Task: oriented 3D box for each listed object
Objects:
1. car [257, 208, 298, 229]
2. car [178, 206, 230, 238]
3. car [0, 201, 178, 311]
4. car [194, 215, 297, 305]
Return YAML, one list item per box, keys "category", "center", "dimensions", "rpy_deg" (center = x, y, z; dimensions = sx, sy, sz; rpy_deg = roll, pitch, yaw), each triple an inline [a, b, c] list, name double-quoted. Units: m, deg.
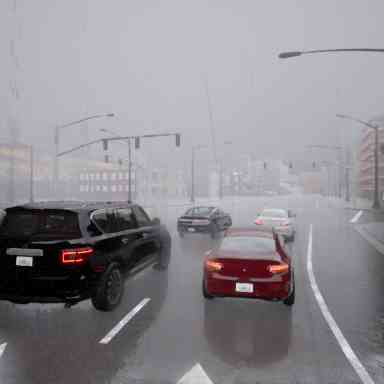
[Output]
- category: "car"
  center: [4.191, 1.526, 16.557]
  dimensions: [1.812, 1.442, 4.674]
  rpy_deg: [0, 0, 20]
- category: "car"
  center: [0.784, 1.491, 17.289]
  dimensions: [2.128, 1.511, 4.902]
  rpy_deg: [0, 0, 19]
- category: "car"
  center: [-2.161, 1.221, 8.039]
  dimensions: [2.150, 2.045, 5.566]
  rpy_deg: [0, 0, 12]
- category: "car"
  center: [1.452, 1.526, 8.124]
  dimensions: [1.812, 1.442, 4.674]
  rpy_deg: [0, 0, 13]
